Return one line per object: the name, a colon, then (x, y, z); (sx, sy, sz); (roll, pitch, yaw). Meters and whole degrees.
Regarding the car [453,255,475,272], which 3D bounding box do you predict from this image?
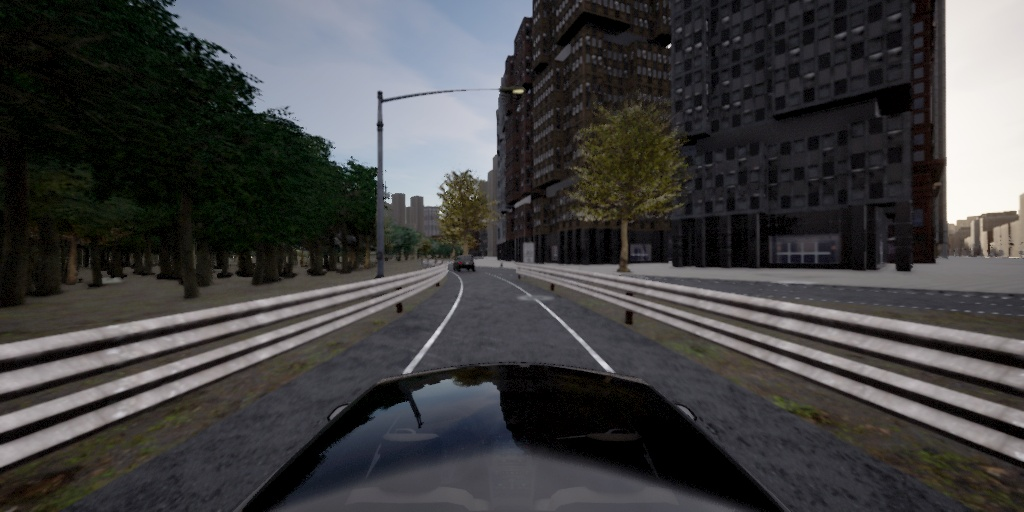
car: (-6.195, 0.940, 46.189); (2.150, 2.045, 5.566); (0, 0, -17)
